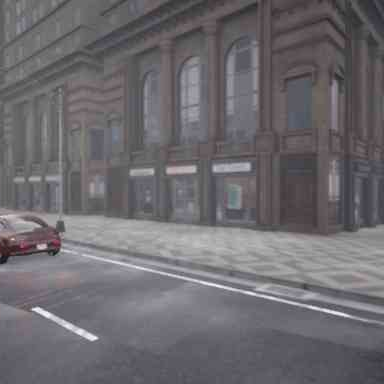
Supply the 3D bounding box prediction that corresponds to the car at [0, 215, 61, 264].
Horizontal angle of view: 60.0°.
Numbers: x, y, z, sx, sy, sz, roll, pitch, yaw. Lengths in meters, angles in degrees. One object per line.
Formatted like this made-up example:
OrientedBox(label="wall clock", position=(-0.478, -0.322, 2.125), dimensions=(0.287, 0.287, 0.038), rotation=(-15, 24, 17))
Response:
OrientedBox(label="car", position=(-6.390, 1.536, 11.851), dimensions=(4.674, 1.442, 1.812), rotation=(0, 0, 41))
